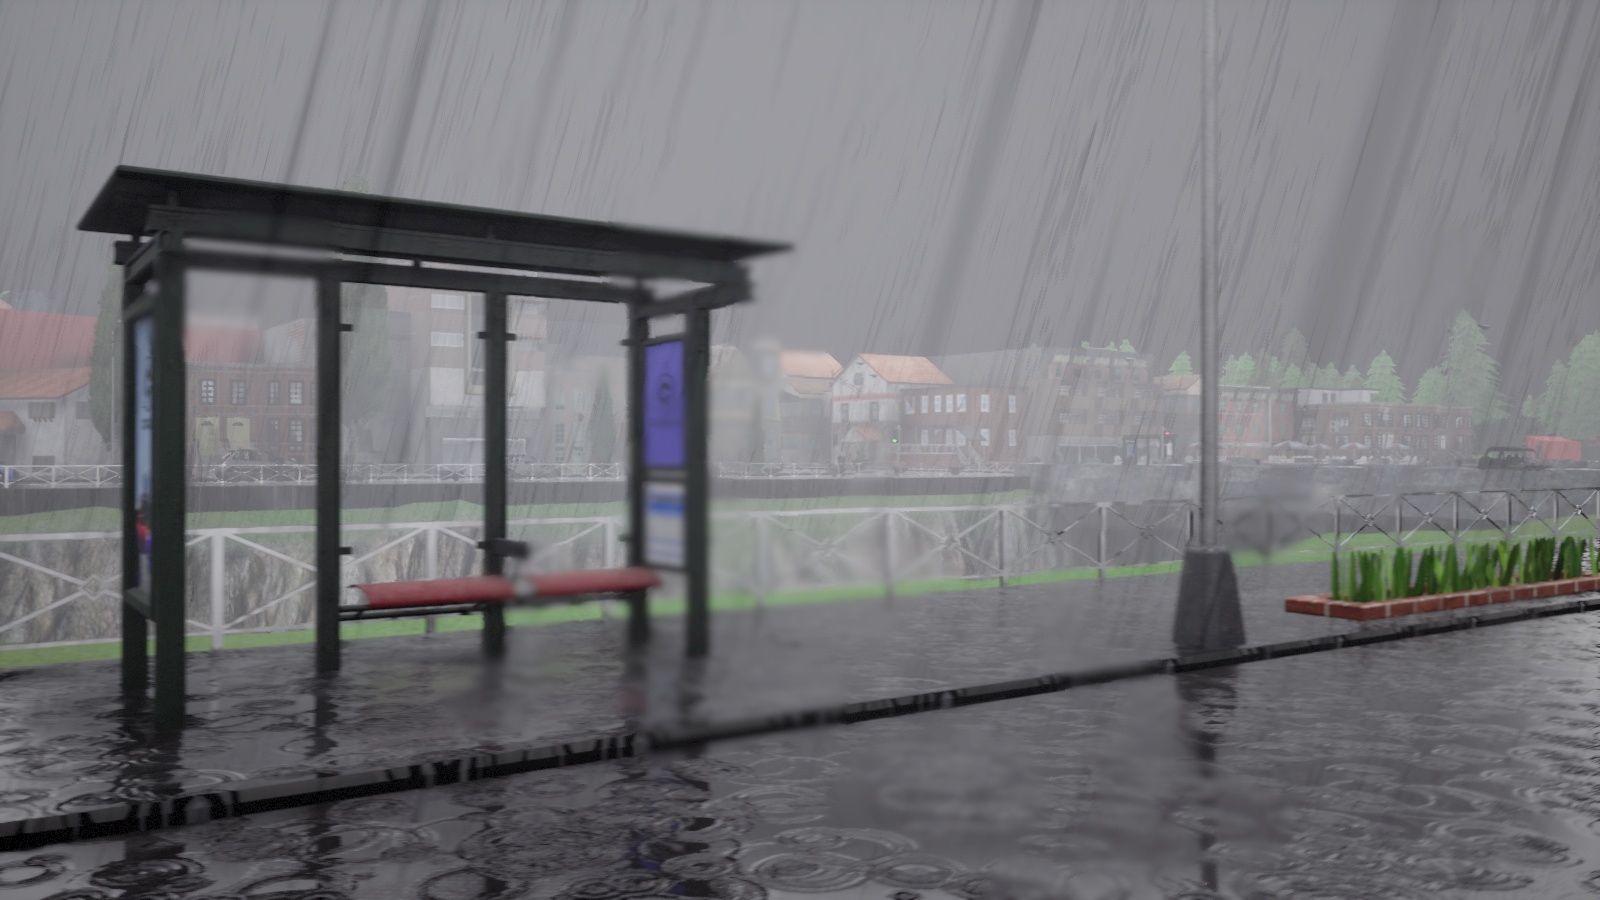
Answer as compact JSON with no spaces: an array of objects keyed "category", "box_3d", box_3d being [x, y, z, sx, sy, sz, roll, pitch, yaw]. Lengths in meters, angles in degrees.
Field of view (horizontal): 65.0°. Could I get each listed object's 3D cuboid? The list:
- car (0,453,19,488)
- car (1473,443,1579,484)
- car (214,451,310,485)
[{"category":"car","box_3d":[-36.370,0.901,54.146,4.514,1.525,2.007,0,0,-35]},{"category":"car","box_3d":[34.128,0.613,59.088,1.905,1.878,3.866,0,0,-35]},{"category":"car","box_3d":[-26.215,0.849,61.213,3.988,1.617,1.851,0,0,-35]}]
